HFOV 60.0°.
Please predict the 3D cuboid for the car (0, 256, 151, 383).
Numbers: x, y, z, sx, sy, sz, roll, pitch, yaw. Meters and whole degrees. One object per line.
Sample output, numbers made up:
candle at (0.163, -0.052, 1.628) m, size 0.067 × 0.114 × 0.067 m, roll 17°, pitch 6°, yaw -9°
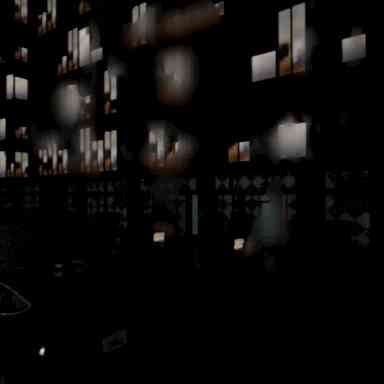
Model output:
car at (-2.490, 1.591, 4.657) m, size 4.313 × 1.339 × 1.947 m, roll 0°, pitch 0°, yaw 36°
